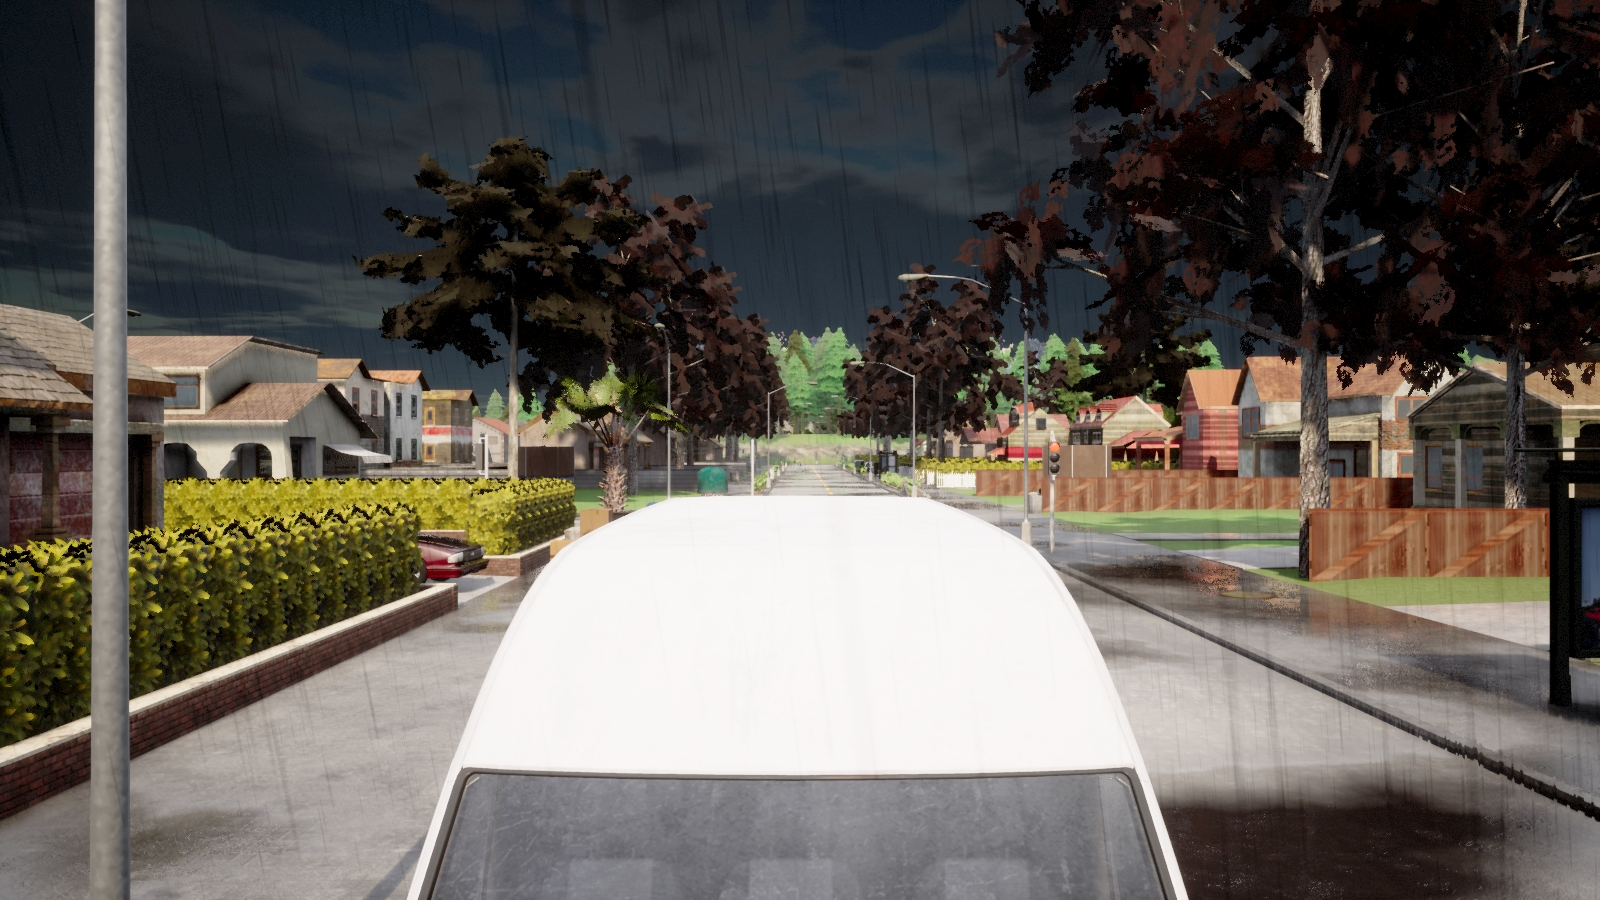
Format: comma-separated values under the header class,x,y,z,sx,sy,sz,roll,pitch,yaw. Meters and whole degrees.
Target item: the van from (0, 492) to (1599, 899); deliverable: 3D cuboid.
class,x,y,z,sx,sy,sz,roll,pitch,yaw
van,0.002,1.537,4.030,1.988,2.561,5.915,0,0,0
